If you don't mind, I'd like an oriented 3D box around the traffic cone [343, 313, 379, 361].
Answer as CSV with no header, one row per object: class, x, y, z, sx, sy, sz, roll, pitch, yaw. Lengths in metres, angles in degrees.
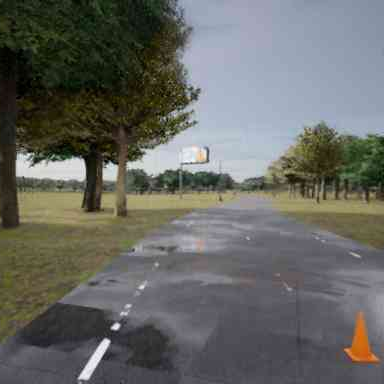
traffic cone,2.355,1.982,4.641,0.340,0.580,0.340,1,0,0
